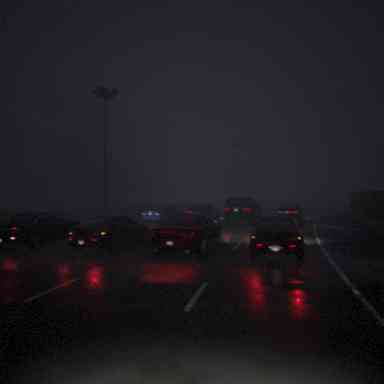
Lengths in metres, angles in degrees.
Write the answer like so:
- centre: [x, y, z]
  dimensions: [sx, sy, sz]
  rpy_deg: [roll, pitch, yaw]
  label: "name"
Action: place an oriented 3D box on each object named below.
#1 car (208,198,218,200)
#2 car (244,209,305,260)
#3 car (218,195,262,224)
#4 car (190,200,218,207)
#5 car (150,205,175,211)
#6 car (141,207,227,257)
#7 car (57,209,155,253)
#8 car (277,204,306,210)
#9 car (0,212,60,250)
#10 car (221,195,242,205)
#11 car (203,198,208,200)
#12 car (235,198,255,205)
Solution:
- centre: [6.490, 2.068, 78.316]
  dimensions: [1.882, 1.535, 5.008]
  rpy_deg: [-1, -1, 39]
  label: "car"
- centre: [3.270, 1.603, 12.706]
  dimensions: [1.812, 1.442, 4.674]
  rpy_deg: [-1, 0, 16]
  label: "car"
- centre: [4.115, 1.400, 26.330]
  dimensions: [2.150, 2.045, 5.566]
  rpy_deg: [-1, 0, 21]
  label: "car"
- centre: [0.977, 1.733, 27.876]
  dimensions: [1.837, 1.490, 4.892]
  rpy_deg: [-1, 0, 22]
  label: "car"
- centre: [-2.414, 1.813, 28.844]
  dimensions: [2.033, 1.411, 5.357]
  rpy_deg: [-1, 0, 21]
  label: "car"
- centre: [-0.078, 1.594, 13.722]
  dimensions: [1.882, 1.535, 5.008]
  rpy_deg: [-1, 0, 16]
  label: "car"
- centre: [-3.477, 1.681, 14.572]
  dimensions: [1.812, 1.442, 4.674]
  rpy_deg: [-1, 0, 16]
  label: "car"
- centre: [7.491, 1.636, 25.316]
  dimensions: [2.128, 1.511, 4.902]
  rpy_deg: [-1, 0, 22]
  label: "car"
- centre: [-6.877, 1.686, 15.419]
  dimensions: [2.128, 1.511, 4.902]
  rpy_deg: [-1, 0, 16]
  label: "car"
- centre: [9.077, 1.774, 75.959]
  dimensions: [2.150, 2.045, 5.566]
  rpy_deg: [-1, -1, 39]
  label: "car"
- centre: [3.882, 2.109, 80.652]
  dimensions: [1.882, 1.535, 5.008]
  rpy_deg: [-1, -1, 39]
  label: "car"
- centre: [11.707, 2.047, 73.644]
  dimensions: [2.033, 1.411, 5.357]
  rpy_deg: [-1, -1, 39]
  label: "car"
